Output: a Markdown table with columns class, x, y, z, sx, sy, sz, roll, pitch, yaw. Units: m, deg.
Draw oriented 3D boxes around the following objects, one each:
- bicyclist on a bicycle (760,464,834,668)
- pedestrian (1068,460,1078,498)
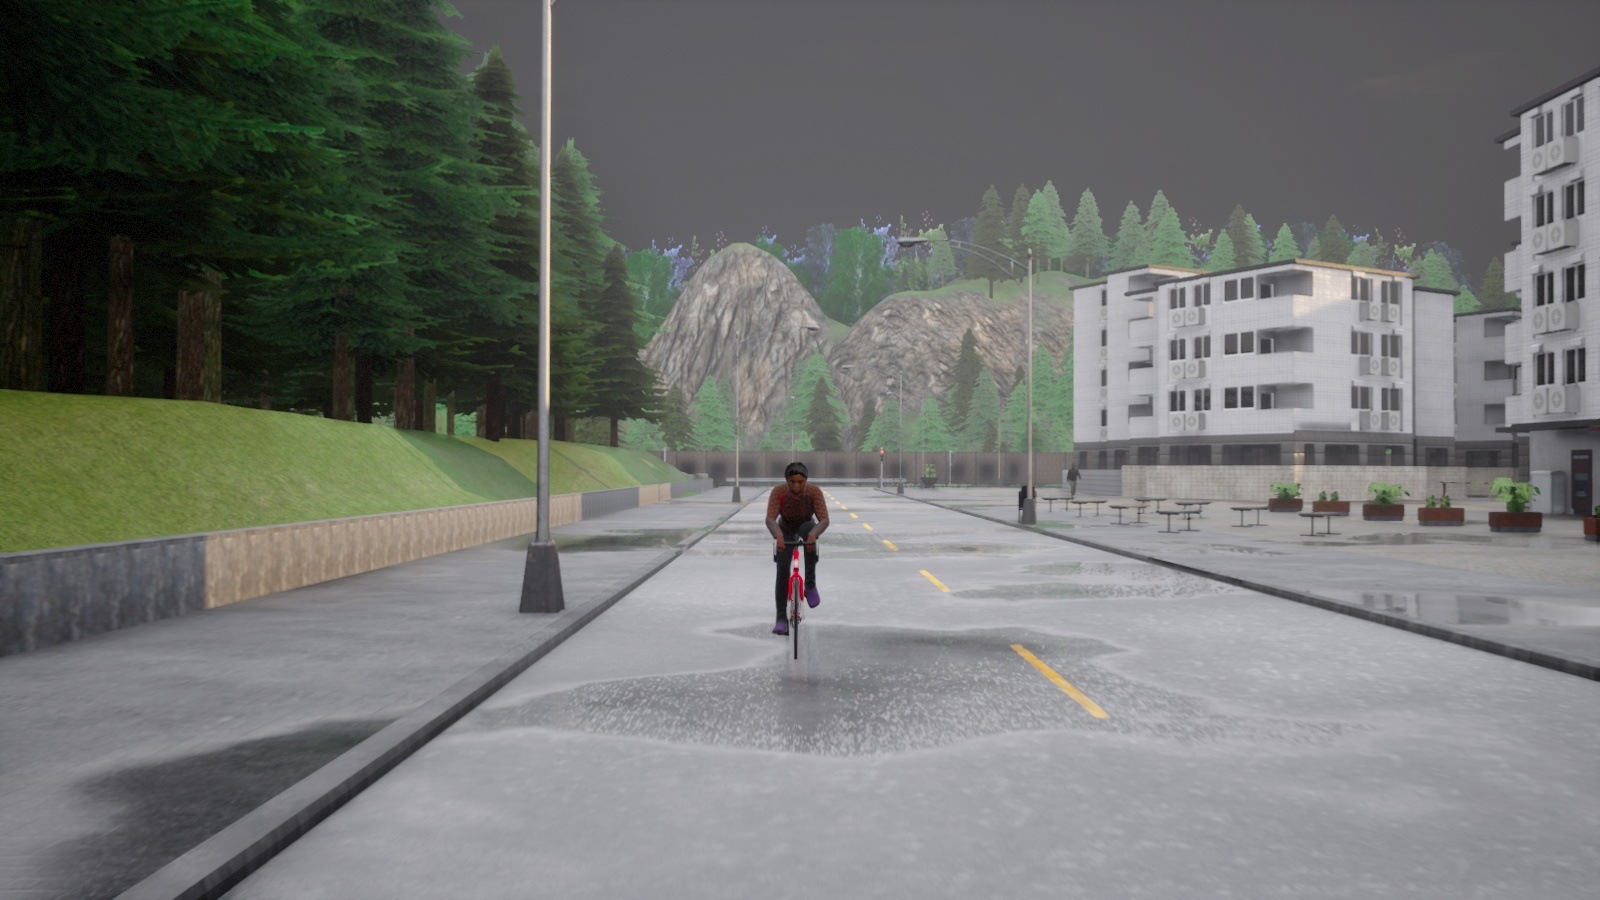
| class | x | y | z | sx | sy | sz | roll | pitch | yaw |
| --- | --- | --- | --- | --- | --- | --- | --- | --- | --- |
| bicyclist on a bicycle | -0.025 | 0.934 | 10.870 | 0.582 | 1.620 | 1.656 | 0 | 0 | 0 |
| pedestrian | 13.469 | 1.431 | 62.025 | 0.431 | 1.840 | 0.703 | 0 | -1 | 9 |
